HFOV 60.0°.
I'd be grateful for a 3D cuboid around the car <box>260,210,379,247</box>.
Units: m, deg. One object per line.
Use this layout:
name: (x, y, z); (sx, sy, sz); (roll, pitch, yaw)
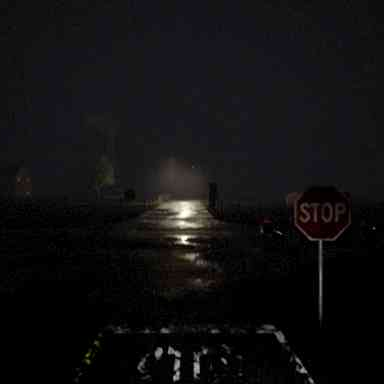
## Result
car: (5.447, 1.493, 14.461); (4.902, 1.511, 2.128); (1, 0, -1)
